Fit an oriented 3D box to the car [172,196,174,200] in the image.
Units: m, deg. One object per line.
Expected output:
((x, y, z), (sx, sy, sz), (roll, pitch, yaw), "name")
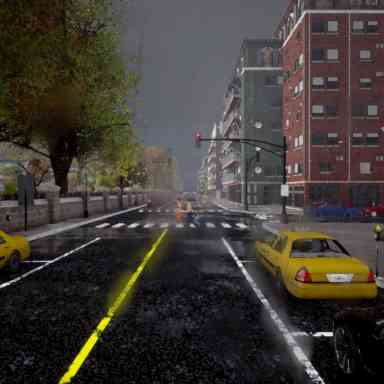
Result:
((-5.795, 1.630, 79.410), (1.802, 1.307, 4.206), (0, 0, 0), "car")

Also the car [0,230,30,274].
((-5.703, 1.526, 7.998), (1.752, 1.417, 4.829), (0, 0, 0), "car")

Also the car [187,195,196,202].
((-0.098, 1.592, 77.468), (1.994, 1.385, 4.181), (0, 0, 0), "car")

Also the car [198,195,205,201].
((2.571, 1.606, 90.492), (1.887, 1.381, 4.507), (0, 0, 0), "car")

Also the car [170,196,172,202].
((-5.781, 1.581, 68.340), (1.887, 1.381, 4.507), (0, 0, 0), "car")

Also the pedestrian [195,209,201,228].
((0.373, 1.578, 20.963), (0.375, 1.300, 0.375), (0, 0, 0), "pedestrian")

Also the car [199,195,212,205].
((2.613, 1.550, 57.451), (1.752, 1.417, 4.829), (0, 0, 0), "car")

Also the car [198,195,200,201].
((2.606, 1.575, 62.816), (1.887, 1.381, 4.507), (0, 0, 0), "car")

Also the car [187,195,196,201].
((-0.112, 1.495, 87.479), (2.128, 1.511, 4.902), (0, 0, 0), "car")

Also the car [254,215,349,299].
((2.677, 1.526, 8.350), (1.752, 1.417, 4.829), (0, 0, 0), "car")

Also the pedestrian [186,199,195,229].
((-0.169, 1.298, 20.362), (0.375, 1.860, 0.375), (0, 0, 0), "pedestrian")

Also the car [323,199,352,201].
((14.570, 1.598, 35.188), (5.009, 1.841, 2.192), (1, -1, 0), "car")

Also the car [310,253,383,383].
((2.685, 1.566, 2.549), (1.947, 1.339, 4.313), (0, 0, 0), "car")

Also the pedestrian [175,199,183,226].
((-0.793, 1.298, 21.561), (0.375, 1.860, 0.375), (0, 0, 0), "pedestrian")

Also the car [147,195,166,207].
((-5.761, 1.335, 51.735), (2.192, 1.841, 5.009), (0, 0, 0), "car")

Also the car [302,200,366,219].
((13.622, 1.823, 32.577), (5.357, 1.411, 2.033), (1, 0, 0), "car")

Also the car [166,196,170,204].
((-5.775, 1.470, 62.805), (1.967, 1.590, 4.097), (0, 0, 0), "car")

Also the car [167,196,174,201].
((-5.809, 1.643, 90.481), (1.802, 1.307, 4.206), (0, 0, 0), "car")

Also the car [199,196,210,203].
((2.599, 1.587, 68.352), (2.008, 1.369, 4.403), (0, 0, 0), "car")

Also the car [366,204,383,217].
((20.260, 1.931, 35.210), (4.507, 1.381, 1.887), (1, -1, 0), "car")
